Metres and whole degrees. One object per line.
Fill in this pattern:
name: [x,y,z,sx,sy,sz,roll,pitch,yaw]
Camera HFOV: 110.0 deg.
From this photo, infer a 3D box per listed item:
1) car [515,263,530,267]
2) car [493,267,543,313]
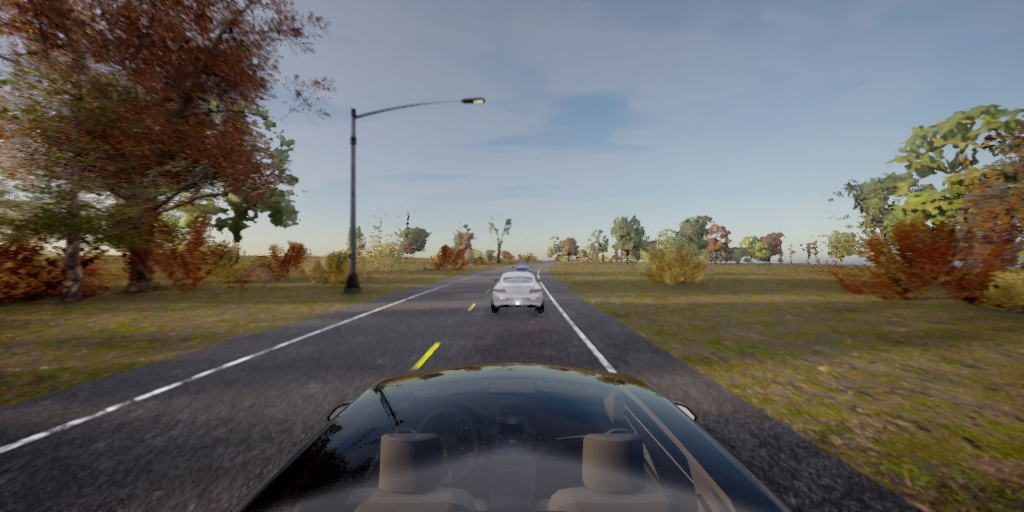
car: [1.015,1.450,35.135,1.812,1.442,4.674,0,0,3]
car: [0.240,1.342,14.374,1.812,1.442,4.674,0,0,1]
